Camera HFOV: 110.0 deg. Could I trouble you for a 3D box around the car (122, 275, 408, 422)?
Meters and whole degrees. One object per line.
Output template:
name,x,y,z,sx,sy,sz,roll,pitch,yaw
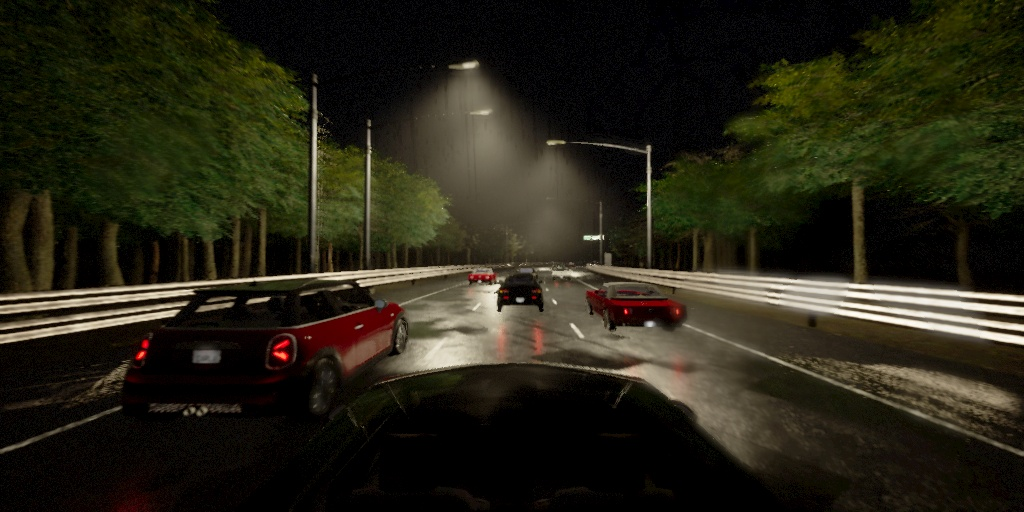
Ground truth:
car,-3.340,1.156,6.066,2.097,1.767,4.553,0,-1,1

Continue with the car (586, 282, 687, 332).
car,3.626,1.490,11.452,1.895,1.301,4.718,0,-1,2

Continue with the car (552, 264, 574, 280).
car,5.221,1.858,38.526,1.895,1.301,4.718,0,-1,5

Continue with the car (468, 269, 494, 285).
car,-2.361,1.735,30.212,1.895,1.301,4.718,0,-1,4

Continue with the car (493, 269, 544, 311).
car,0.370,1.463,15.390,1.812,1.442,4.674,0,-1,2
